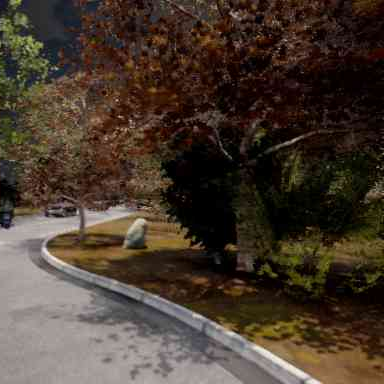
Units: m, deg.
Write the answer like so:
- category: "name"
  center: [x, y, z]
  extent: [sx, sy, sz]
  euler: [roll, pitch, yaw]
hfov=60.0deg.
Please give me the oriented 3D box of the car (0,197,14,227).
- category: "car"
  center: [-13.831, 1.346, 21.515]
  extent: [2.150, 2.045, 5.566]
  euler: [1, -1, 2]

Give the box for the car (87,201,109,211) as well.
- category: "car"
  center: [-13.494, 1.987, 48.324]
  extent: [2.033, 1.411, 5.357]
  euler: [1, -1, 1]

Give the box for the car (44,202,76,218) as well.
- category: "car"
  center: [-13.634, 1.804, 34.611]
  extent: [2.128, 1.511, 4.902]
  euler: [1, -1, 1]
